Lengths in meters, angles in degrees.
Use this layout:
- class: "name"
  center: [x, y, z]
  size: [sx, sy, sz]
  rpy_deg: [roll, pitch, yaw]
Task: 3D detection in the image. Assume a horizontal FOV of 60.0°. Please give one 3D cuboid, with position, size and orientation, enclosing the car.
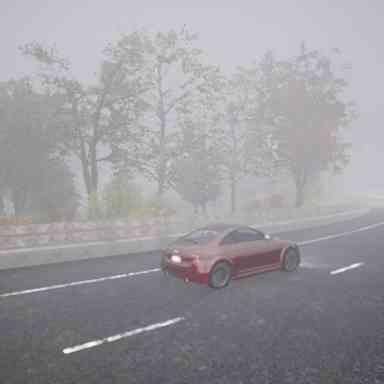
- class: "car"
  center: [1.183, 1.588, 9.289]
  size: [4.181, 1.385, 1.994]
  rpy_deg: [0, 0, -39]
